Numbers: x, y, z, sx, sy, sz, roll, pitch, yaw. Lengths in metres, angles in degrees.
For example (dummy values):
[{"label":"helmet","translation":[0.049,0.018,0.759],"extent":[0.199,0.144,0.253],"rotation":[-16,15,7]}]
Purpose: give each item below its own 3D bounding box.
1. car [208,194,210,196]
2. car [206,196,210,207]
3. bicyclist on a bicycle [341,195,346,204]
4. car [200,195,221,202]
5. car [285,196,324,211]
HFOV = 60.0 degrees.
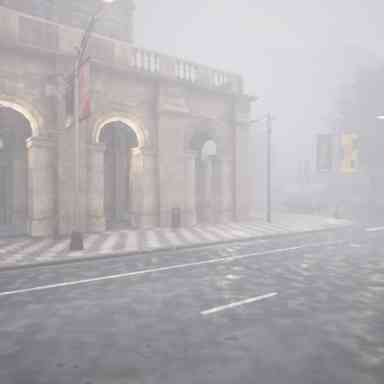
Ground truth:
[{"label":"car","translation":[4.639,1.207,52.511],"extent":[2.150,2.045,5.566],"rotation":[0,0,-36]},{"label":"car","translation":[1.115,1.583,46.017],"extent":[1.895,1.301,4.718],"rotation":[0,0,-36]},{"label":"bicyclist on a bicycle","translation":[25.740,1.277,56.530],"extent":[1.656,1.620,0.582],"rotation":[0,0,-36]},{"label":"car","translation":[4.003,1.453,73.271],"extent":[1.882,1.535,5.008],"rotation":[0,0,-36]},{"label":"car","translation":[13.532,1.337,40.130],"extent":[2.097,1.767,4.553],"rotation":[0,0,-36]}]
